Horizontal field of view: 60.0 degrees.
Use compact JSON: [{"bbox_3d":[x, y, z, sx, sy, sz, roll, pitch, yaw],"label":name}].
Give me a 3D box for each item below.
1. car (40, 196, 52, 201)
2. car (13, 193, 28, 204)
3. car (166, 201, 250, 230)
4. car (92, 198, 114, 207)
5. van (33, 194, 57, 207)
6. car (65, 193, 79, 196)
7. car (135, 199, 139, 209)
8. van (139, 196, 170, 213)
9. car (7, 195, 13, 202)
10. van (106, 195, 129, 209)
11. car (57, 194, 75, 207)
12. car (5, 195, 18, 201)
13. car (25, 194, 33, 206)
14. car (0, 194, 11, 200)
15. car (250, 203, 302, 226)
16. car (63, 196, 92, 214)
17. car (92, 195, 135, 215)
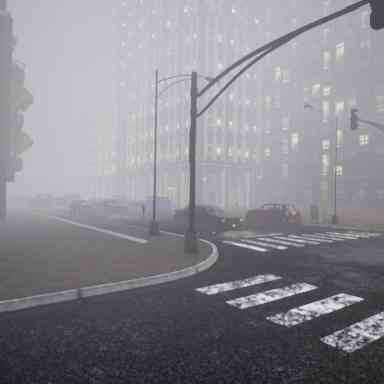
[{"bbox_3d":[-36.770,1.569,83.797,1.802,1.307,4.206,1,-1,-35],"label":"car"},{"bbox_3d":[-30.519,1.154,60.526,2.192,1.841,5.009,1,-1,-35],"label":"car"},{"bbox_3d":[0.827,1.497,20.830,2.033,1.411,5.357,1,-1,-35],"label":"car"},{"bbox_3d":[-13.882,1.585,51.555,1.947,1.339,4.313,1,-1,-35],"label":"car"},{"bbox_3d":[-20.710,1.196,46.707,1.690,1.788,3.998,1,-1,-35],"label":"van"},{"bbox_3d":[-20.523,1.180,56.276,2.150,2.045,5.566,1,-1,-35],"label":"car"},{"bbox_3d":[-7.342,1.583,42.343,2.008,1.369,4.403,1,-1,-35],"label":"car"},{"bbox_3d":[-4.069,1.381,37.739,1.690,1.788,3.998,1,-1,-35],"label":"van"},{"bbox_3d":[-37.062,1.396,69.736,1.947,1.339,4.313,1,-1,-35],"label":"car"},{"bbox_3d":[-10.608,1.367,46.952,1.690,1.788,3.998,1,-1,-35],"label":"van"},{"bbox_3d":[-19.513,1.430,49.658,1.837,1.490,4.892,1,-1,-35],"label":"car"},{"bbox_3d":[-40.331,1.377,74.342,2.008,1.369,4.403,1,-1,-35],"label":"car"},{"bbox_3d":[-23.984,1.431,51.311,1.802,1.307,4.206,1,-1,-35],"label":"car"},{"bbox_3d":[-46.774,1.365,83.418,1.752,1.417,4.829,1,-1,-35],"label":"car"},{"bbox_3d":[5.739,1.504,23.920,1.967,1.590,4.097,1,-1,-35],"label":"car"},{"bbox_3d":[-10.905,1.426,32.887,2.008,1.369,4.403,1,-1,-35],"label":"car"},{"bbox_3d":[-7.928,1.406,33.178,1.882,1.535,5.008,1,0,-35],"label":"car"}]
